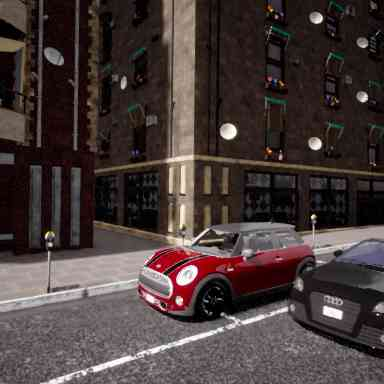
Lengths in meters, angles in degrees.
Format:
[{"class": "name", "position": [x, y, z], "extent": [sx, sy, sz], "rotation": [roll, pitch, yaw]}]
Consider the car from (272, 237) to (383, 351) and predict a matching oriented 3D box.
[{"class": "car", "position": [3.661, 1.566, 5.975], "extent": [4.181, 1.385, 1.994], "rotation": [0, 0, -35]}]

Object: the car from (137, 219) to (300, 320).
[{"class": "car", "position": [0.854, 1.442, 7.300], "extent": [4.097, 1.590, 1.967], "rotation": [0, 1, -35]}]
